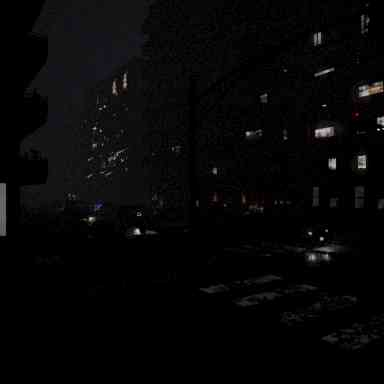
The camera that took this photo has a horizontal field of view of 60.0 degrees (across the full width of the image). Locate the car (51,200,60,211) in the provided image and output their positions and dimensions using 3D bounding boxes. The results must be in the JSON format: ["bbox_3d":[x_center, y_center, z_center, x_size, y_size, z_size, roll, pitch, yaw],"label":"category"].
[{"bbox_3d":[-23.196,2.600,59.386,1.837,1.490,4.892,0,-1,-36],"label":"car"}]

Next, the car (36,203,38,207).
[{"bbox_3d":[-38.376,3.167,84.655,1.947,1.339,4.313,-1,0,-36],"label":"car"}]

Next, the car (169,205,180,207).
[{"bbox_3d":[-1.802,2.045,34.223,1.887,1.381,4.507,-1,0,-36],"label":"car"}]

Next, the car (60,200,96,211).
[{"bbox_3d":[-14.504,1.982,41.990,2.150,2.045,5.566,0,-1,-36],"label":"car"}]

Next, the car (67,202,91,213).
[{"bbox_3d":[-17.665,2.418,51.760,2.128,1.511,4.902,0,-1,-36],"label":"car"}]

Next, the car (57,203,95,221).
[{"bbox_3d":[-11.848,2.163,33.857,1.887,1.381,4.507,-1,0,-36],"label":"car"}]

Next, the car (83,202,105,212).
[{"bbox_3d":[-16.326,2.432,55.091,1.882,1.535,5.008,0,-1,-36],"label":"car"}]

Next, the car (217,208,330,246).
[{"bbox_3d":[4.029,1.739,16.773,2.033,1.411,5.357,0,-1,-40],"label":"car"}]

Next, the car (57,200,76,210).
[{"bbox_3d":[-25.085,2.523,66.314,2.192,1.841,5.009,-1,0,-36],"label":"car"}]

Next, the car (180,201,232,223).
[{"bbox_3d":[1.517,1.713,29.640,2.192,1.841,5.009,-1,0,-36],"label":"car"}]

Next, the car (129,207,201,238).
[{"bbox_3d":[-1.773,1.833,19.966,1.752,1.417,4.829,-1,0,-36],"label":"car"}]

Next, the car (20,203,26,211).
[{"bbox_3d":[-31.801,2.769,61.365,1.887,1.381,4.507,-1,0,-36],"label":"car"}]

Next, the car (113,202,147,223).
[{"bbox_3d":[-4.665,1.808,28.388,2.097,1.767,4.553,0,-1,-36],"label":"car"}]

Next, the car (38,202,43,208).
[{"bbox_3d":[-35.055,3.049,80.068,1.887,1.381,4.507,-1,0,-36],"label":"car"}]

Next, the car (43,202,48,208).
[{"bbox_3d":[-31.729,2.972,75.483,1.947,1.339,4.313,-1,0,-36],"label":"car"}]

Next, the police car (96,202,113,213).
[{"bbox_3d":[-12.286,2.256,49.510,1.930,1.638,5.238,0,-1,-36],"label":"police car"}]

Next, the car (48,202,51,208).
[{"bbox_3d":[-28.411,2.623,70.900,2.192,1.841,5.009,-1,0,-36],"label":"car"}]
